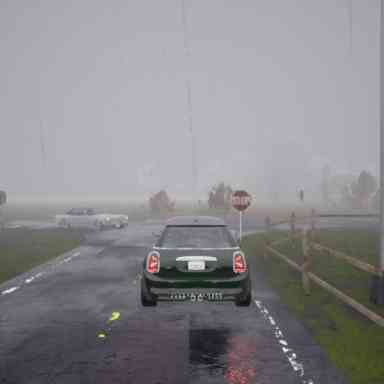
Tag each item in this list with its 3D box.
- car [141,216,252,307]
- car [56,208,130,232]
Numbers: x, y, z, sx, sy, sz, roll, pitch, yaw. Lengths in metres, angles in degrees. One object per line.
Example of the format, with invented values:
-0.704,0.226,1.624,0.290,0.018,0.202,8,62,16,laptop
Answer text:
0.077,1.352,8.150,2.097,1.767,4.553,0,0,0,car
-6.002,1.610,20.058,4.718,1.301,1.895,0,0,33,car
